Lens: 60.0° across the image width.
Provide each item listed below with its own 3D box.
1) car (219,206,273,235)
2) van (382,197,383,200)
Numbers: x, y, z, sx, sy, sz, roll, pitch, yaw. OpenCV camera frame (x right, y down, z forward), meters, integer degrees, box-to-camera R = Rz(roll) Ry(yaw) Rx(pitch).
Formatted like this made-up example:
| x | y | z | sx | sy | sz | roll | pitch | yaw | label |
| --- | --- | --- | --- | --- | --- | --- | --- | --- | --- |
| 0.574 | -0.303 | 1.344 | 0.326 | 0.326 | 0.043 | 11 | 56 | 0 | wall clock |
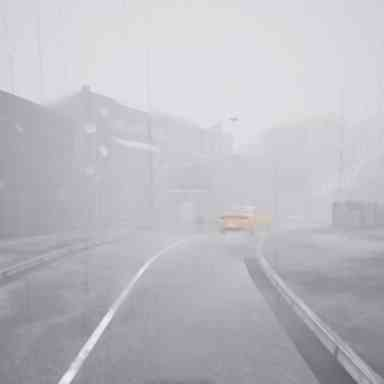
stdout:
| x | y | z | sx | sy | sz | roll | pitch | yaw | label |
| --- | --- | --- | --- | --- | --- | --- | --- | --- | --- |
| 3.234 | 1.598 | 19.367 | 1.882 | 1.535 | 5.008 | -2 | -3 | 29 | car |
| 23.732 | 1.451 | 37.728 | 1.878 | 1.987 | 4.442 | -3 | -2 | -12 | van |
